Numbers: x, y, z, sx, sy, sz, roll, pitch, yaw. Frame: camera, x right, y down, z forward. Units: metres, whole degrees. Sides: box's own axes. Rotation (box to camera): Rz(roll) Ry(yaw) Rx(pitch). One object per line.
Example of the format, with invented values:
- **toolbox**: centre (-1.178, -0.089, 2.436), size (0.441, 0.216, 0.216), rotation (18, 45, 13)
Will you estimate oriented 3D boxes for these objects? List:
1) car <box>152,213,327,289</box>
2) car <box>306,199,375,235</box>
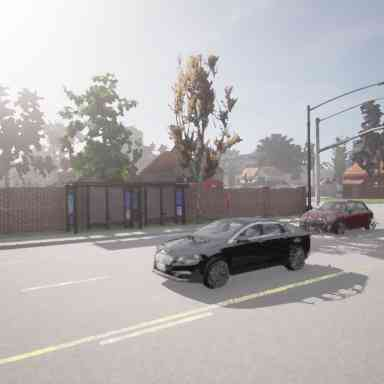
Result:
- **car**: centre (1.278, 1.479, 9.190), size (4.902, 1.511, 2.128), rotation (0, 0, -35)
- **car**: centre (7.982, 1.268, 18.224), size (4.553, 1.767, 2.097), rotation (-1, 0, -35)
